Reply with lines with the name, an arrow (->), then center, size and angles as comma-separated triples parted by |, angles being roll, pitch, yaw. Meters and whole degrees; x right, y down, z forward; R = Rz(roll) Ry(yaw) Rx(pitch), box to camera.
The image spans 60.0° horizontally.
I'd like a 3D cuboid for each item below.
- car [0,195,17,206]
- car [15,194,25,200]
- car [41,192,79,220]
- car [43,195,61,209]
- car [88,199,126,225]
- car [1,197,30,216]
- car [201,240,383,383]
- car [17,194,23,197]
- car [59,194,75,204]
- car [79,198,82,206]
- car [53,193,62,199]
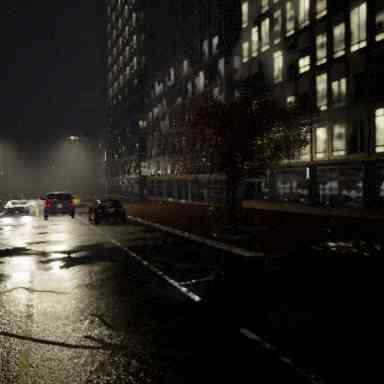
car -> -27.420, 1.232, 49.061 | 1.967, 1.590, 4.097 | -3, 2, -25
car -> -43.881, 1.139, 84.830 | 2.008, 1.369, 4.403 | -3, 2, -25
car -> -10.506, 0.997, 26.081 | 2.150, 2.045, 5.566 | -2, 2, -24
car -> -17.154, 1.158, 40.546 | 1.882, 1.535, 5.008 | -2, 1, -24
car -> -5.696, 1.167, 21.907 | 1.967, 1.590, 4.097 | -3, 2, -25
car -> -16.122, 1.431, 30.853 | 1.895, 1.301, 4.718 | -2, 1, -24
car -> 2.010, 1.380, 4.401 | 1.812, 1.442, 4.674 | -2, 1, -25
car -> -34.472, 1.247, 64.392 | 1.887, 1.381, 4.507 | -3, 2, -25
car -> -19.805, 1.099, 52.566 | 1.947, 1.339, 4.313 | -3, 2, -25
car -> -15.173, 1.120, 42.502 | 1.752, 1.417, 4.829 | -3, 2, -25
car -> -31.640, 0.910, 78.266 | 1.752, 1.417, 4.829 | -3, 2, -25
